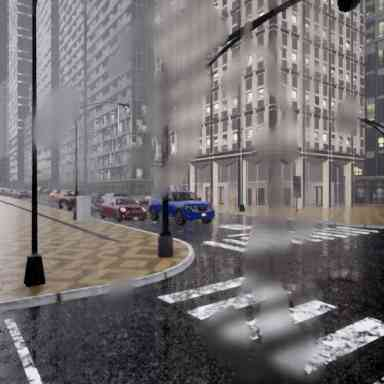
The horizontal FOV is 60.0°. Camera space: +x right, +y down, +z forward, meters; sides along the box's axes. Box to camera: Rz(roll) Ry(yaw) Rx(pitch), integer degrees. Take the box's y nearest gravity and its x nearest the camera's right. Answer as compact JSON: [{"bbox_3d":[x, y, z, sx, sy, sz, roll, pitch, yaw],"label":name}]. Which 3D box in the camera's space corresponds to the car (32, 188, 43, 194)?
[{"bbox_3d":[-40.008,-0.214,86.105,1.947,1.339,4.313,1,0,-36],"label":"car"}]

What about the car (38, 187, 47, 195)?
[{"bbox_3d":[-33.521,-0.021,77.033,1.887,1.381,4.507,1,0,-36],"label":"car"}]

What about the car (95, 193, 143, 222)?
[{"bbox_3d":[-4.621,1.068,22.217,1.967,1.590,4.097,1,0,-36],"label":"car"}]

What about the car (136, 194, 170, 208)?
[{"bbox_3d":[-4.329,0.981,36.210,1.802,1.307,4.206,1,0,-36],"label":"car"}]

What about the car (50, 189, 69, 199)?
[{"bbox_3d":[-23.141,0.328,58.041,1.882,1.535,5.008,0,1,-36],"label":"car"}]

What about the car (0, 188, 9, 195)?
[{"bbox_3d":[-43.533,-0.113,76.626,1.887,1.381,4.507,1,0,-36],"label":"car"}]

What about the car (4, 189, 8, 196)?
[{"bbox_3d":[-33.806,0.207,63.024,1.887,1.381,4.507,1,0,-36],"label":"car"}]

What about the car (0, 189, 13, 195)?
[{"bbox_3d":[-40.291,0.015,72.092,1.947,1.339,4.313,1,0,-36],"label":"car"}]

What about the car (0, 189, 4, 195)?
[{"bbox_3d":[-37.048,0.107,67.558,2.008,1.369,4.403,1,0,-36],"label":"car"}]

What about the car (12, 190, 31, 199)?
[{"bbox_3d":[-27.321,0.422,53.956,1.887,1.381,4.507,1,0,-36],"label":"car"}]

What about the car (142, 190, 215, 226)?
[{"bbox_3d":[-0.847,0.900,21.424,2.150,2.045,5.566,0,1,-34],"label":"car"}]

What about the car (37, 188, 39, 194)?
[{"bbox_3d":[-36.759,-0.358,81.568,2.192,1.841,5.009,1,0,-36],"label":"car"}]

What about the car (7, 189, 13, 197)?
[{"bbox_3d":[-30.563,0.320,58.490,2.008,1.369,4.403,1,0,-36],"label":"car"}]

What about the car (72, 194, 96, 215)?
[{"bbox_3d":[-7.868,1.103,26.752,1.802,1.307,4.206,1,0,-36],"label":"car"}]

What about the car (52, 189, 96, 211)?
[{"bbox_3d":[-11.103,0.729,31.284,2.192,1.841,5.009,1,0,-36],"label":"car"}]

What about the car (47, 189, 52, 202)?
[{"bbox_3d":[-17.724,0.471,45.057,2.097,1.767,4.553,0,1,-35],"label":"car"}]

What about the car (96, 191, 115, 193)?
[{"bbox_3d":[-6.291,0.852,28.981,2.097,1.767,4.553,0,1,-36],"label":"car"}]

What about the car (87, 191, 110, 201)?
[{"bbox_3d":[-14.060,0.643,49.819,1.947,1.339,4.313,1,0,-36],"label":"car"}]

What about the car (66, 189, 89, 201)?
[{"bbox_3d":[-17.197,0.399,49.727,2.097,1.767,4.553,0,1,-36],"label":"car"}]

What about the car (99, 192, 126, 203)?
[{"bbox_3d":[-10.914,0.706,45.421,1.752,1.417,4.829,1,0,-36],"label":"car"}]
